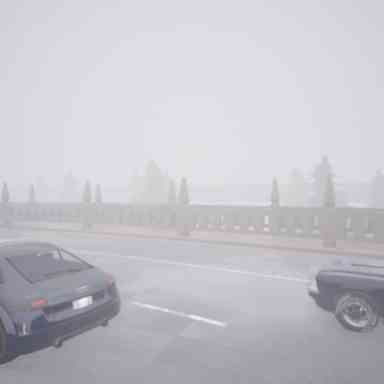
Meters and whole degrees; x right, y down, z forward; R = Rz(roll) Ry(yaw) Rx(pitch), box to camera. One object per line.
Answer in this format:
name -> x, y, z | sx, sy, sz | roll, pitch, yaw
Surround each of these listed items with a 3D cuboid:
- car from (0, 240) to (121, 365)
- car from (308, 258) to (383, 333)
car -> -3.270, 1.566, 5.852 | 4.181, 1.385, 1.994 | 0, 0, 32
car -> 4.340, 1.569, 5.053 | 4.718, 1.301, 1.895 | 0, 0, 36
